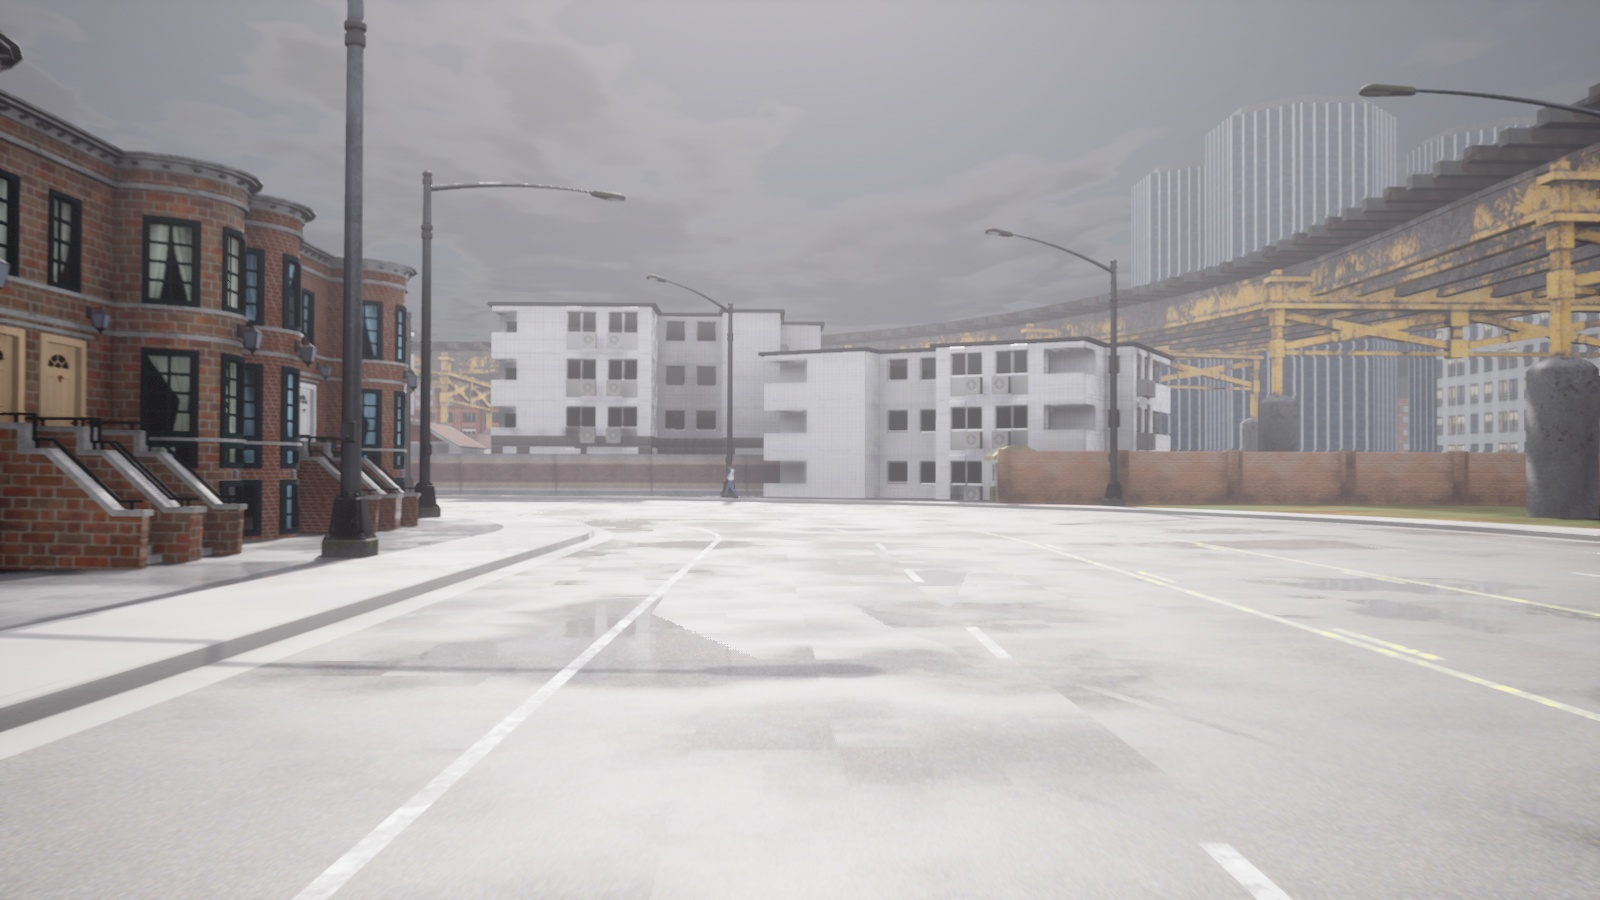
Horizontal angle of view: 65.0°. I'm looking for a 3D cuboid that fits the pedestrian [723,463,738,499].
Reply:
[{"bbox_3d":[-3.552,1.598,64.220,0.706,1.836,0.354,-1,-1,22],"label":"pedestrian"}]
